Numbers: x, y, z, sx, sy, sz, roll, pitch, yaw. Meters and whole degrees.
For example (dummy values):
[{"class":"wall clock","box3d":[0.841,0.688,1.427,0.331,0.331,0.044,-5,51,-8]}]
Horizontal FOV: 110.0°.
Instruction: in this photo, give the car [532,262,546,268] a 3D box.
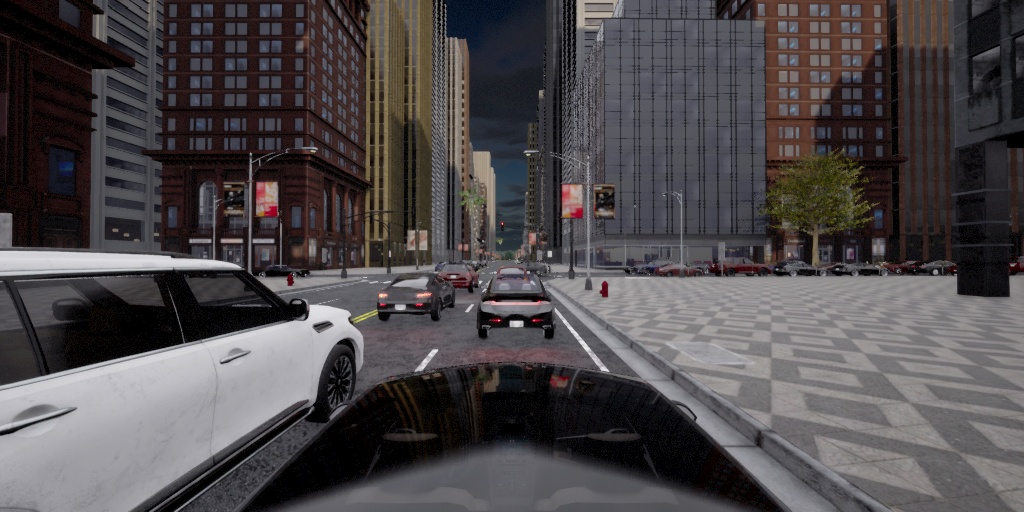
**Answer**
[{"class":"car","box3d":[1.200,1.356,37.146,4.892,1.490,1.837,1,-2,-18]}]

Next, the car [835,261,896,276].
[{"class":"car","box3d":[32.222,1.259,33.238,4.313,1.339,1.948,0,0,-1]}]

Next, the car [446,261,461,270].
[{"class":"car","box3d":[-9.840,1.558,60.884,1.812,1.442,4.674,0,0,0]}]

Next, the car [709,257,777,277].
[{"class":"car","box3d":[20.948,1.041,33.061,5.009,1.841,2.192,0,0,-1]}]

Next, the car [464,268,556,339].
[{"class":"car","box3d":[0.097,1.249,10.112,2.128,1.511,4.902,0,0,0]}]

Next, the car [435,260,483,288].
[{"class":"car","box3d":[-3.153,1.142,21.404,2.097,1.767,4.553,0,0,0]}]

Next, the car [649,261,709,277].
[{"class":"car","box3d":[15.309,1.327,32.972,4.207,1.307,1.802,0,0,-1]}]

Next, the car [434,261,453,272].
[{"class":"car","box3d":[-9.849,1.496,51.961,1.812,1.442,4.674,0,0,0]}]

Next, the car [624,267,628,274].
[{"class":"car","box3d":[15.177,1.413,41.495,4.313,1.339,1.948,0,0,-1]}]

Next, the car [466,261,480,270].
[{"class":"car","box3d":[-6.590,1.562,61.337,1.812,1.442,4.674,0,0,0]}]

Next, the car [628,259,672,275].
[{"class":"car","box3d":[15.439,1.166,38.753,4.553,1.767,2.097,0,-1,-1]}]

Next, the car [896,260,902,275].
[{"class":"car","box3d":[42.770,1.215,39.125,5.008,1.535,1.882,0,-1,0]}]

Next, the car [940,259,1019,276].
[{"class":"car","box3d":[43.498,1.213,33.416,4.507,1.381,1.888,0,0,-1]}]

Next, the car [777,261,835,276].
[{"class":"car","box3d":[26.585,1.275,33.149,4.313,1.339,1.948,0,0,-1]}]

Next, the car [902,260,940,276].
[{"class":"car","box3d":[42.847,1.205,36.032,4.892,1.490,1.837,0,-1,-1]}]

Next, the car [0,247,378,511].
[{"class":"car","box3d":[-3.155,0.972,2.644,2.150,2.045,5.566,0,0,0]}]

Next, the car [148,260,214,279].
[{"class":"car","box3d":[-32.225,1.324,35.001,4.553,1.767,2.097,0,-1,0]}]

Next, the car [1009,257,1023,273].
[{"class":"car","box3d":[49.136,0.972,33.505,5.009,1.841,2.192,0,0,-1]}]

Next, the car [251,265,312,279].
[{"class":"car","box3d":[-22.407,1.528,34.992,4.718,1.301,1.895,0,-1,-3]}]

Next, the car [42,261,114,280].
[{"class":"car","box3d":[-42.278,1.371,35.021,4.553,1.767,2.097,0,-1,1]}]

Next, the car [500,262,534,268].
[{"class":"car","box3d":[-0.004,1.260,19.612,1.882,1.535,5.008,0,0,0]}]

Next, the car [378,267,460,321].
[{"class":"car","box3d":[-3.152,1.288,12.423,1.812,1.442,4.674,0,0,0]}]
